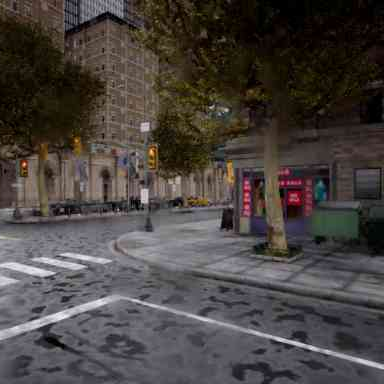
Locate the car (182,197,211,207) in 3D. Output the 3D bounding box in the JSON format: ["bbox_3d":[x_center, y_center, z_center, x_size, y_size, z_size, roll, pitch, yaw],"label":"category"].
[{"bbox_3d":[1.077,1.478,52.106,1.882,1.535,5.008,0,0,36],"label":"car"}]

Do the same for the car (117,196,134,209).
[{"bbox_3d":[-7.899,1.352,45.690,2.097,1.767,4.553,0,0,36],"label":"car"}]

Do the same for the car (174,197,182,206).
[{"bbox_3d":[-1.780,1.478,54.134,1.882,1.535,5.008,0,0,36],"label":"car"}]

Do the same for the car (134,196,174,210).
[{"bbox_3d":[-4.932,1.505,43.818,1.837,1.490,4.892,0,0,36],"label":"car"}]

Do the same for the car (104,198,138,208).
[{"bbox_3d":[-10.172,1.595,47.925,1.895,1.301,4.718,0,0,36],"label":"car"}]

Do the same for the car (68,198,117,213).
[{"bbox_3d":[-10.663,1.564,35.893,1.994,1.385,4.181,0,0,36],"label":"car"}]

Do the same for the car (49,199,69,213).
[{"bbox_3d":[-13.845,1.505,37.466,1.837,1.490,4.892,0,0,36],"label":"car"}]
